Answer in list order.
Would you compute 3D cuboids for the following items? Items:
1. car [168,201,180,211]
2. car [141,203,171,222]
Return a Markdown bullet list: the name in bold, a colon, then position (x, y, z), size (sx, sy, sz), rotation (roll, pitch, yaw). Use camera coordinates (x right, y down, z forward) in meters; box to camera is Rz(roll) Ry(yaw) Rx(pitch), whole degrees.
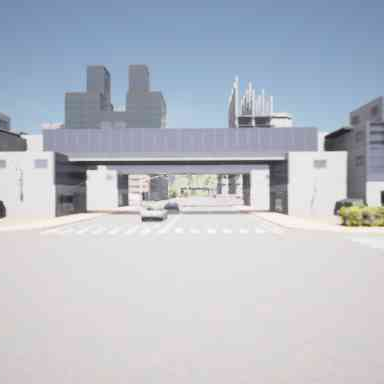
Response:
- **car**: position (-2.848, 2.032, 47.701), size (1.994, 1.385, 4.181), rotation (0, -1, 1)
- **car**: position (-3.321, 1.904, 29.689), size (1.895, 1.301, 4.718), rotation (0, -1, 1)
